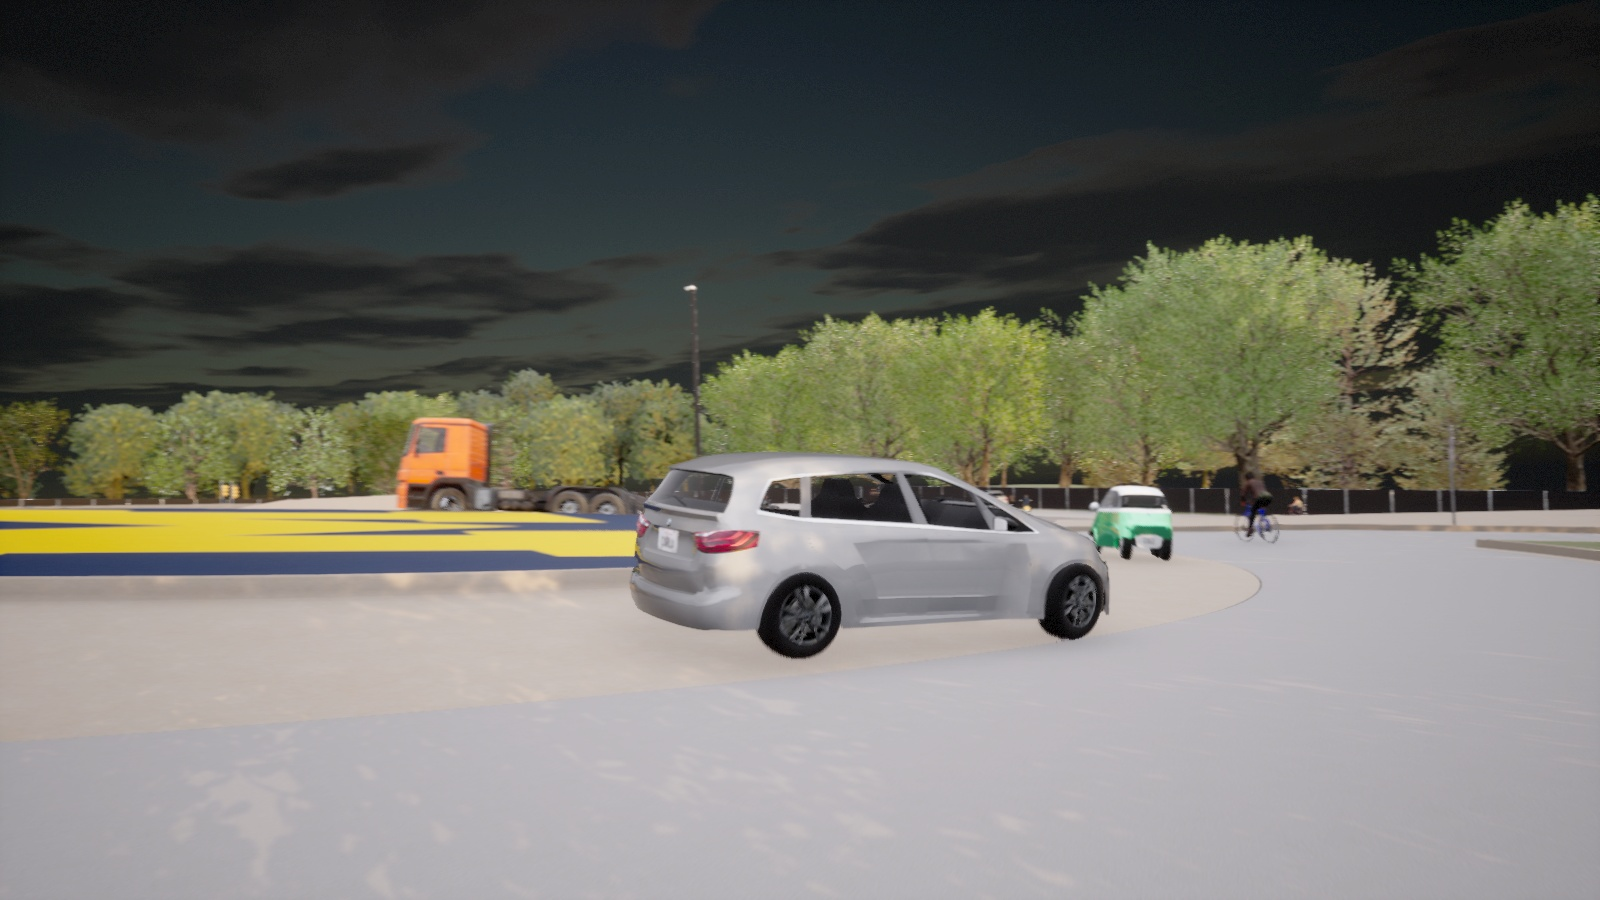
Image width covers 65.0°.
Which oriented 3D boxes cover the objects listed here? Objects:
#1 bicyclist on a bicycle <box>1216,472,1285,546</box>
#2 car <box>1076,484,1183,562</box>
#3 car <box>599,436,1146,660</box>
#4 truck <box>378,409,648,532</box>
[{"bbox_3d":[10.302,1.339,28.777,0.582,1.620,1.656,-3,-2,-14],"label":"bicyclist on a bicycle"},{"bbox_3d":[6.310,1.371,24.209,1.481,1.376,2.207,2,-1,1],"label":"car"},{"bbox_3d":[0.725,0.805,11.812,4.611,1.667,2.242,2,1,-31],"label":"car"},{"bbox_3d":[-9.116,0.734,40.730,7.936,3.462,2.891,2,-5,-1],"label":"truck"}]
